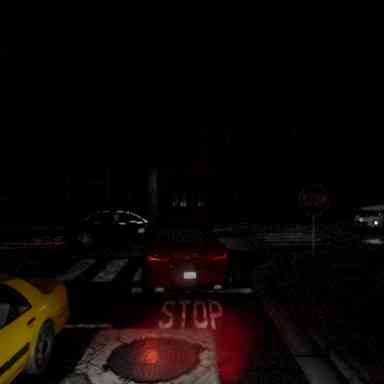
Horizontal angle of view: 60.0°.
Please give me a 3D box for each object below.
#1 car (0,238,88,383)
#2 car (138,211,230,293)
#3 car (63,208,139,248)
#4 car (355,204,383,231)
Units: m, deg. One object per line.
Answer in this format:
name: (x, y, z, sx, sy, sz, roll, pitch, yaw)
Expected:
car: (-2.621, 1.512, 2.961, 1.752, 1.417, 4.829, 1, 0, 0)
car: (-0.396, 1.419, 8.891, 1.882, 1.535, 5.008, 0, 1, -8)
car: (-2.767, 1.444, 13.808, 4.892, 1.490, 1.837, -1, -1, 0)
car: (11.300, 1.030, 16.791, 5.566, 2.045, 2.150, 0, -1, 0)
